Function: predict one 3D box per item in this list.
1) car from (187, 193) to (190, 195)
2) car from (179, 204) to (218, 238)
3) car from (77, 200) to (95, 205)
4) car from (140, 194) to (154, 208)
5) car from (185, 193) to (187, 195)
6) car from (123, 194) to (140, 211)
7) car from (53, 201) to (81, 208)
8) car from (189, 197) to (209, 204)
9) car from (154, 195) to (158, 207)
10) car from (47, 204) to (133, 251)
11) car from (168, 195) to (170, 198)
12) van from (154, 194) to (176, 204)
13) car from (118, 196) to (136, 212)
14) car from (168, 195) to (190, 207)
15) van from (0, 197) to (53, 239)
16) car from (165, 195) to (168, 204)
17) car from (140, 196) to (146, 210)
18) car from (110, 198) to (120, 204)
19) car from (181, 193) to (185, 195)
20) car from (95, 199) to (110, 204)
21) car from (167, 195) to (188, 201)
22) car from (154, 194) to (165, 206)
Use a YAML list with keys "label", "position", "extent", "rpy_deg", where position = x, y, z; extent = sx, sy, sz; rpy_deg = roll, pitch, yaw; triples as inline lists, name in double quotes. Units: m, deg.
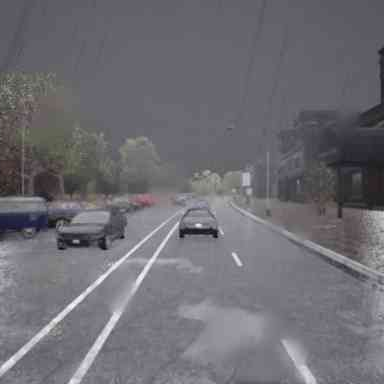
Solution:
- label: "car"
  position: [-4.029, 1.675, 87.329]
  extent: [5.366, 1.575, 1.946]
  rpy_deg: [-1, 0, -13]
- label: "car"
  position: [0.360, 1.566, 17.857]
  extent: [1.994, 1.385, 4.181]
  rpy_deg: [0, 0, 1]
- label: "car"
  position: [-9.085, 1.369, 22.170]
  extent: [4.553, 1.767, 2.185]
  rpy_deg: [-1, 0, -18]
- label: "car"
  position: [-8.207, 1.292, 42.930]
  extent: [5.566, 2.045, 2.435]
  rpy_deg: [-1, 0, -17]
- label: "car"
  position: [-4.563, 1.681, 84.333]
  extent: [4.892, 1.521, 2.231]
  rpy_deg: [-1, 0, -14]
- label: "car"
  position: [-8.474, 1.398, 37.014]
  extent: [4.553, 1.767, 2.185]
  rpy_deg: [-1, 0, -17]
- label: "car"
  position: [-9.211, 1.492, 19.199]
  extent: [5.008, 1.535, 2.097]
  rpy_deg: [-1, 0, -19]
- label: "car"
  position: [1.049, 1.577, 36.216]
  extent: [2.033, 1.411, 5.357]
  rpy_deg: [0, 0, 3]
- label: "car"
  position: [-7.802, 1.604, 48.872]
  extent: [4.674, 1.452, 2.002]
  rpy_deg: [-1, -1, -16]
- label: "car"
  position: [-4.075, 1.478, 14.310]
  extent: [1.882, 1.535, 5.008]
  rpy_deg: [0, 0, 1]
- label: "car"
  position: [-6.886, 1.657, 60.701]
  extent: [4.674, 1.452, 2.002]
  rpy_deg: [0, -1, -15]
- label: "van"
  position: [-5.944, 1.437, 72.481]
  extent: [4.442, 1.987, 1.878]
  rpy_deg: [-1, 0, -15]
- label: "car"
  position: [-8.660, 1.518, 34.045]
  extent: [4.892, 1.521, 2.231]
  rpy_deg: [-1, 0, -18]
- label: "car"
  position: [-2.100, 1.644, 54.888]
  extent: [2.033, 1.411, 5.357]
  rpy_deg: [0, 0, 5]
- label: "van"
  position: [-9.391, 1.265, 16.182]
  extent: [4.442, 1.987, 1.878]
  rpy_deg: [-1, 0, -19]
- label: "car"
  position: [-7.146, 1.643, 57.758]
  extent: [4.674, 1.452, 2.002]
  rpy_deg: [-1, 0, -16]
- label: "car"
  position: [-8.350, 1.573, 39.978]
  extent: [4.674, 1.452, 2.002]
  rpy_deg: [-1, 0, -17]
- label: "car"
  position: [-8.877, 1.533, 28.114]
  extent: [4.792, 1.488, 2.163]
  rpy_deg: [-1, 0, -18]
- label: "car"
  position: [-4.863, 1.552, 81.385]
  extent: [4.553, 1.767, 2.185]
  rpy_deg: [-1, 0, -14]
- label: "car"
  position: [-9.012, 1.499, 25.133]
  extent: [5.008, 1.535, 2.097]
  rpy_deg: [-1, 0, -18]
- label: "car"
  position: [-4.036, 1.679, 90.191]
  extent: [5.366, 1.575, 1.946]
  rpy_deg: [-1, 0, -13]
- label: "car"
  position: [-7.416, 1.571, 51.887]
  extent: [5.366, 1.575, 1.946]
  rpy_deg: [-1, -1, -16]
